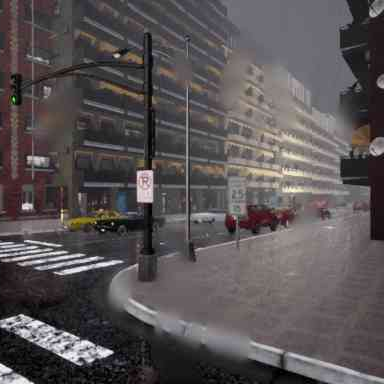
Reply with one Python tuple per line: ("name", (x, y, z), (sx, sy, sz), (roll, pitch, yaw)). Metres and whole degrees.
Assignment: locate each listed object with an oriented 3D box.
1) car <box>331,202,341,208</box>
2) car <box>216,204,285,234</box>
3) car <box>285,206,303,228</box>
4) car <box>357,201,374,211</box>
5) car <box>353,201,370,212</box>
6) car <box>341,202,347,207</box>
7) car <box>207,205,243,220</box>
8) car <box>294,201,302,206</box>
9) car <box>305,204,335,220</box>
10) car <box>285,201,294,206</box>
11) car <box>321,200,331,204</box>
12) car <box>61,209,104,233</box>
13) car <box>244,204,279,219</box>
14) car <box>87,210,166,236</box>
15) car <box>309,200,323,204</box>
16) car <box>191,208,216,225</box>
("car", (32.866, 3.066, 77.800), (1.887, 1.381, 4.507), (-1, -2, 35))
("car", (4.009, 1.711, 22.033), (2.192, 1.841, 5.009), (-1, -2, 35))
("car", (7.259, 2.043, 26.666), (1.887, 1.381, 4.507), (-1, -2, 35))
("car", (33.241, 2.621, 63.788), (2.192, 1.841, 5.009), (-1, -2, 35))
("car", (29.992, 2.522, 59.148), (2.192, 1.841, 5.009), (-1, -2, 35))
("car", (39.364, 3.281, 87.080), (1.947, 1.339, 4.313), (-1, -2, 35))
("car", (3.634, 2.164, 36.042), (1.887, 1.381, 4.507), (-1, -2, 35))
("car", (16.624, 2.340, 54.607), (2.192, 1.841, 5.009), (-1, -2, 35))
("car", (13.755, 2.284, 35.944), (1.802, 1.307, 4.206), (-1, -2, 35))
("car", (13.279, 2.446, 49.822), (1.752, 1.417, 4.829), (-1, -2, 35))
("car", (26.368, 2.640, 68.525), (2.192, 1.841, 5.009), (-1, -2, 35))
("car", (-6.209, 1.834, 21.984), (1.752, 1.417, 4.829), (-1, -2, 35))
("car", (7.889, 2.171, 37.560), (2.128, 1.511, 4.902), (0, -1, 35))
("car", (-3.830, 1.911, 20.841), (1.895, 1.301, 4.718), (0, -1, 35))
("car", (23.122, 2.770, 63.881), (1.887, 1.381, 4.507), (-1, -2, 35))
("car", (1.915, 2.093, 29.048), (1.895, 1.301, 4.718), (0, -1, 35))
